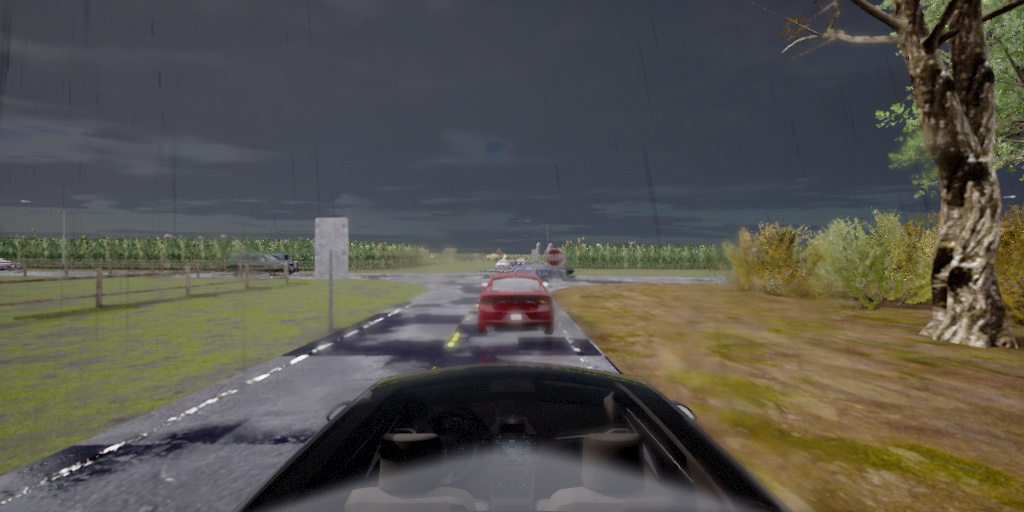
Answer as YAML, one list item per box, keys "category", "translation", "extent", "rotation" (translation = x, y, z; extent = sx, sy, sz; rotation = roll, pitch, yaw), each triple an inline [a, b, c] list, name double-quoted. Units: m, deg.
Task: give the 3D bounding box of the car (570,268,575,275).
- category: "car"
  translation: [3.602, 1.372, 34.692]
  extent: [4.718, 1.301, 1.895]
  rotation: [0, 0, 4]

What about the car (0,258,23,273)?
- category: "car"
  translation: [-48.787, 0.914, 33.803]
  extent: [4.674, 1.442, 1.812]
  rotation: [0, 0, 4]

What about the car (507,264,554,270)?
- category: "car"
  translation: [1.046, 1.341, 21.618]
  extent: [1.895, 1.301, 4.718]
  rotation: [0, 0, 15]

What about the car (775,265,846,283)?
- category: "car"
  translation: [24.041, 1.417, 29.221]
  extent: [4.674, 1.442, 1.812]
  rotation: [0, 0, 6]

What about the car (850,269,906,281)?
- category: "car"
  translation: [32.047, 1.548, 32.119]
  extent: [4.718, 1.301, 1.895]
  rotation: [0, 0, 6]

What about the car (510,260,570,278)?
- category: "car"
  translation: [2.407, 1.283, 31.069]
  extent: [4.674, 1.442, 1.812]
  rotation: [0, 0, 4]

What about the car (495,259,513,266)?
- category: "car"
  translation: [-1.354, 1.267, 54.048]
  extent: [1.812, 1.442, 4.674]
  rotation: [0, 0, 6]

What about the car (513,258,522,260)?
- category: "car"
  translation: [-0.042, 1.293, 63.645]
  extent: [2.033, 1.411, 5.357]
  rotation: [0, 0, 9]

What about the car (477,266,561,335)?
- category: "car"
  translation: [0.099, 1.223, 10.551]
  extent: [1.882, 1.535, 5.008]
  rotation: [0, 0, 0]

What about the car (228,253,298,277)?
- category: "car"
  translation: [-22.567, 0.805, 32.525]
  extent: [5.566, 2.045, 2.150]
  rotation: [0, 0, 3]
